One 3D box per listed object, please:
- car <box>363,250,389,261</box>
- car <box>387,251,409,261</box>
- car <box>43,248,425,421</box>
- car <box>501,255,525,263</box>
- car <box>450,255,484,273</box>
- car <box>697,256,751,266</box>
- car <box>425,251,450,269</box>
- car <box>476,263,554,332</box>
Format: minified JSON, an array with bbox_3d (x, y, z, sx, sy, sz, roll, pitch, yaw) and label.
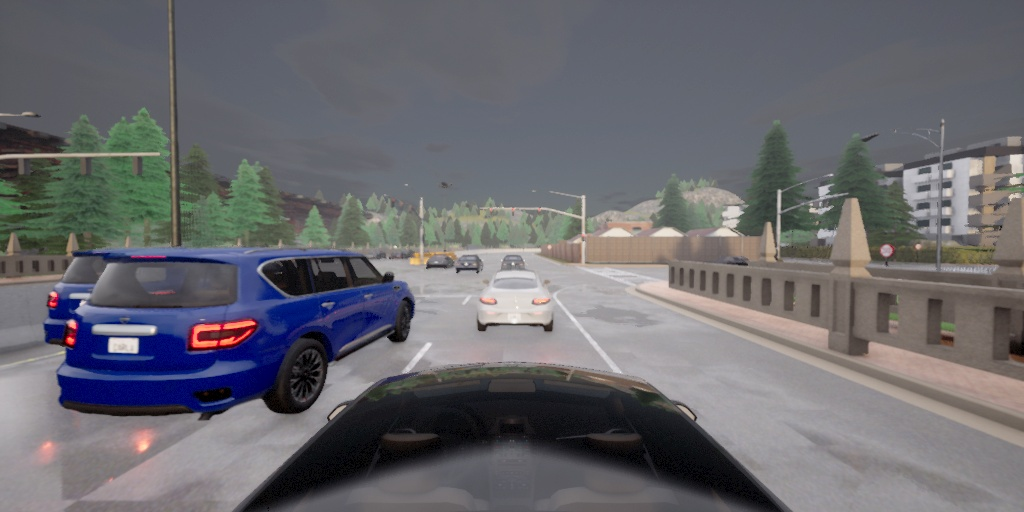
[{"bbox_3d":[-21.080,-0.111,55.787,2.128,1.511,4.902,0,1,0],"label":"car"},{"bbox_3d":[-17.585,-0.032,55.554,1.994,1.385,4.181,0,1,0],"label":"car"},{"bbox_3d":[-3.484,0.877,6.080,2.150,2.045,5.566,0,1,4],"label":"car"},{"bbox_3d":[0.085,0.619,29.319,2.033,1.411,5.357,0,1,0],"label":"car"},{"bbox_3d":[-3.415,0.619,29.311,2.033,1.411,5.357,0,1,0],"label":"car"},{"bbox_3d":[18.056,0.656,29.972,4.718,1.301,1.895,0,1,2],"label":"car"},{"bbox_3d":[-6.915,0.497,34.766,1.994,1.385,4.181,0,1,0],"label":"car"},{"bbox_3d":[0.116,1.089,10.001,1.812,1.442,4.674,0,1,2],"label":"car"}]
